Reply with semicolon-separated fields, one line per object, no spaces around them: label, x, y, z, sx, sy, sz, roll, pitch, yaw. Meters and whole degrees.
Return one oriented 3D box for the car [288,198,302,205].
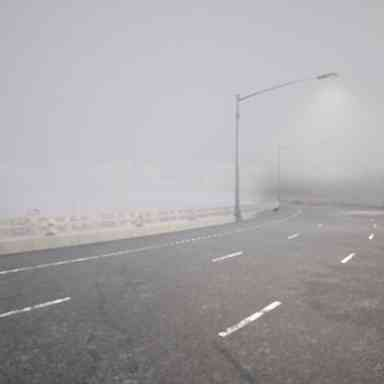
car;21.210;1.949;68.780;1.837;1.490;4.892;0;0;2

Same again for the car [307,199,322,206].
car;24.527;2.019;66.816;1.994;1.385;4.181;0;0;5
